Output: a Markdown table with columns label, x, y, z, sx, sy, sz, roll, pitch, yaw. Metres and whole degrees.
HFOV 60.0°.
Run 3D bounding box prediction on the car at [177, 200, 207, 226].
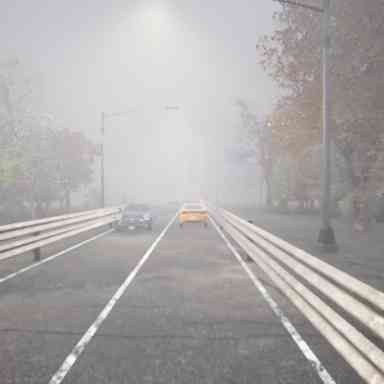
| label | x | y | z | sx | sy | sz | roll | pitch | yaw |
| --- | --- | --- | --- | --- | --- | --- | --- | --- | --- |
| car | 0.098 | 1.563 | 24.233 | 1.882 | 1.535 | 5.008 | 0 | 0 | 0 |

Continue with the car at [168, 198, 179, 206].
| label | x | y | z | sx | sy | sz | roll | pitch | yaw |
| --- | --- | --- | --- | --- | --- | --- | --- | --- | --- |
| car | -3.312 | 1.807 | 61.393 | 2.033 | 1.411 | 5.357 | 0 | 0 | 1 |

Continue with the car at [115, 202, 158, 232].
| label | x | y | z | sx | sy | sz | roll | pitch | yaw |
| --- | --- | --- | --- | --- | --- | --- | --- | --- | --- |
| car | -3.349 | 1.420 | 20.696 | 2.097 | 1.767 | 4.553 | 0 | 0 | 0 |
